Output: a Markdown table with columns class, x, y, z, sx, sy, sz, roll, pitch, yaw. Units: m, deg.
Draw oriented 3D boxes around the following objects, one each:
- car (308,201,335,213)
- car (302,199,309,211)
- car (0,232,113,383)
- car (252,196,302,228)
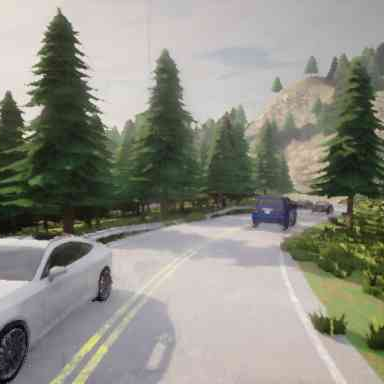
| class | x | y | z | sx | sy | sz | roll | pitch | yaw |
| --- | --- | --- | --- | --- | --- | --- | --- | --- | --- |
| car | 15.208 | 1.784 | 38.599 | 1.812 | 1.442 | 4.674 | 3 | 1 | 30 |
| car | 14.975 | 1.701 | 44.970 | 2.033 | 1.411 | 5.357 | 3 | 1 | 30 |
| car | -2.780 | 1.473 | 5.507 | 1.812 | 1.442 | 4.674 | 1 | 0 | 7 |
| car | 5.554 | 1.286 | 21.963 | 2.150 | 2.045 | 5.566 | 2 | 1 | 25 |
